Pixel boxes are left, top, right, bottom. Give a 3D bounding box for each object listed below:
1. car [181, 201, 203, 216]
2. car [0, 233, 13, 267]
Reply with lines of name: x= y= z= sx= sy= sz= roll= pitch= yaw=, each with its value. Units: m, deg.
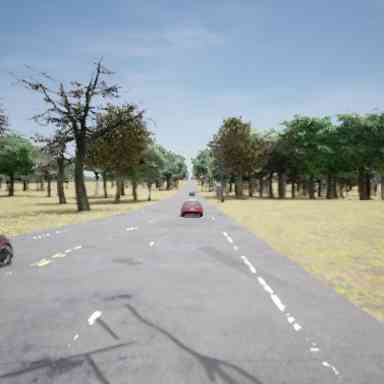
car: x=0.008 y=1.488 z=31.364 sx=1.994 sy=1.385 sz=4.181 roll=0 pitch=0 yaw=0
car: x=-6.612 y=1.557 z=8.602 sx=1.994 sy=1.385 sz=4.181 roll=0 pitch=0 yaw=4
